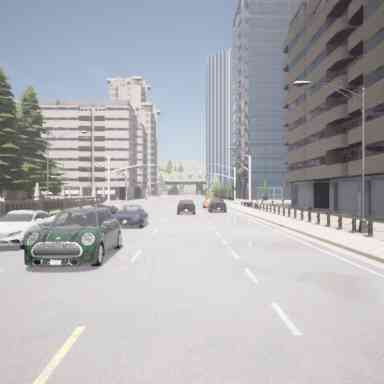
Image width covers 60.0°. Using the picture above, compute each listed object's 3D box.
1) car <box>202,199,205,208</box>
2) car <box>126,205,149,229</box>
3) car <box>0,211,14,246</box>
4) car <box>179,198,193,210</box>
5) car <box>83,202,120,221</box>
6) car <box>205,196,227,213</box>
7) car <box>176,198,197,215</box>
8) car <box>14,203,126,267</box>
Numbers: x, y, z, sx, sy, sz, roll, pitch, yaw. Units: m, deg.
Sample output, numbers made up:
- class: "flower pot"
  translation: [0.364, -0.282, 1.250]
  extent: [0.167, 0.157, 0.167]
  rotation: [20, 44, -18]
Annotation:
- class: "car"
  translation: [2.591, 1.352, 46.777]
  extent: [2.097, 1.767, 4.553]
  rotation: [0, 0, -1]
- class: "car"
  translation: [-3.970, 1.563, 21.564]
  extent: [1.994, 1.385, 4.181]
  rotation: [0, 0, -1]
- class: "car"
  translation: [-7.360, 1.526, 14.557]
  extent: [1.812, 1.442, 4.674]
  rotation: [0, 0, -1]
- class: "car"
  translation: [-0.804, 1.526, 43.611]
  extent: [1.812, 1.442, 4.674]
  rotation: [0, 0, -1]
- class: "car"
  translation: [-7.644, 1.601, 28.518]
  extent: [1.895, 1.301, 4.718]
  rotation: [0, 0, -1]
- class: "car"
  translation: [2.809, 1.505, 37.643]
  extent: [1.837, 1.490, 4.892]
  rotation: [0, 0, -1]
- class: "car"
  translation: [-0.601, 1.505, 34.364]
  extent: [1.837, 1.490, 4.892]
  rotation: [0, 0, -1]
- class: "car"
  translation: [-3.811, 1.352, 11.410]
  extent: [2.097, 1.767, 4.553]
  rotation: [0, 0, -1]
